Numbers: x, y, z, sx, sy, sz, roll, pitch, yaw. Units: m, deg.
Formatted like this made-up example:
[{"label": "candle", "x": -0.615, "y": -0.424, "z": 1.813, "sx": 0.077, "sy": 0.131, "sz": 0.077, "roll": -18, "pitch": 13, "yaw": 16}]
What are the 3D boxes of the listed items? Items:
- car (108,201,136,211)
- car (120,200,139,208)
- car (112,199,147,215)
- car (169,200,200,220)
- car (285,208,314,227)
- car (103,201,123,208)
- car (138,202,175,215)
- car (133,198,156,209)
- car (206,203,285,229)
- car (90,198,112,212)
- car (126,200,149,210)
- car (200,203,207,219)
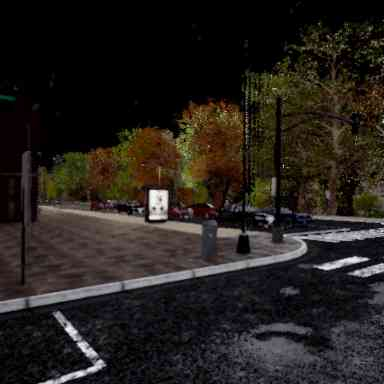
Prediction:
[{"label": "car", "x": -10.185, "y": 1.996, "z": 48.196, "sx": 2.033, "sy": 1.411, "sz": 5.357, "roll": 1, "pitch": -1, "yaw": -34}, {"label": "car", "x": -11.663, "y": 2.192, "z": 62.046, "sx": 1.812, "sy": 1.442, "sz": 4.674, "roll": 1, "pitch": -1, "yaw": -34}, {"label": "car", "x": -6.847, "y": 1.783, "z": 37.430, "sx": 2.128, "sy": 1.511, "sz": 4.902, "roll": 1, "pitch": -1, "yaw": -34}, {"label": "car", "x": -1.710, "y": 1.549, "z": 29.854, "sx": 2.097, "sy": 1.767, "sz": 4.553, "roll": 1, "pitch": -1, "yaw": -34}, {"label": "car", "x": 6.279, "y": 1.745, "z": 23.862, "sx": 1.895, "sy": 1.301, "sz": 4.718, "roll": 1, "pitch": -1, "yaw": -34}, {"label": "car", "x": -14.369, "y": 2.223, "z": 60.244, "sx": 1.895, "sy": 1.301, "sz": 4.718, "roll": 1, "pitch": -1, "yaw": -34}, {"label": "car", "x": -4.264, "y": 1.886, "z": 39.405, "sx": 2.033, "sy": 1.411, "sz": 5.357, "roll": 1, "pitch": -1, "yaw": -34}, {"label": "car", "x": -8.140, "y": 1.955, "z": 56.933, "sx": 2.097, "sy": 1.767, "sz": 4.553, "roll": 1, "pitch": -1, "yaw": -34}, {"label": "car", "x": 3.442, "y": 1.593, "z": 22.237, "sx": 2.128, "sy": 1.511, "sz": 4.902, "roll": 1, "pitch": -1, "yaw": -34}, {"label": "car", "x": -12.377, "y": 1.746, "z": 45.635, "sx": 2.097, "sy": 1.767, "sz": 4.553, "roll": 1, "pitch": -1, "yaw": -34}, {"label": "car", "x": -8.571, "y": 2.042, "z": 51.753, "sx": 1.812, "sy": 1.442, "sz": 4.674, "roll": 1, "pitch": -1, "yaw": -34}, {"label": "car", "x": 1.191, "y": 1.764, "z": 31.362, "sx": 1.812, "sy": 1.442, "sz": 4.674, "roll": 1, "pitch": -1, "yaw": -34}]
